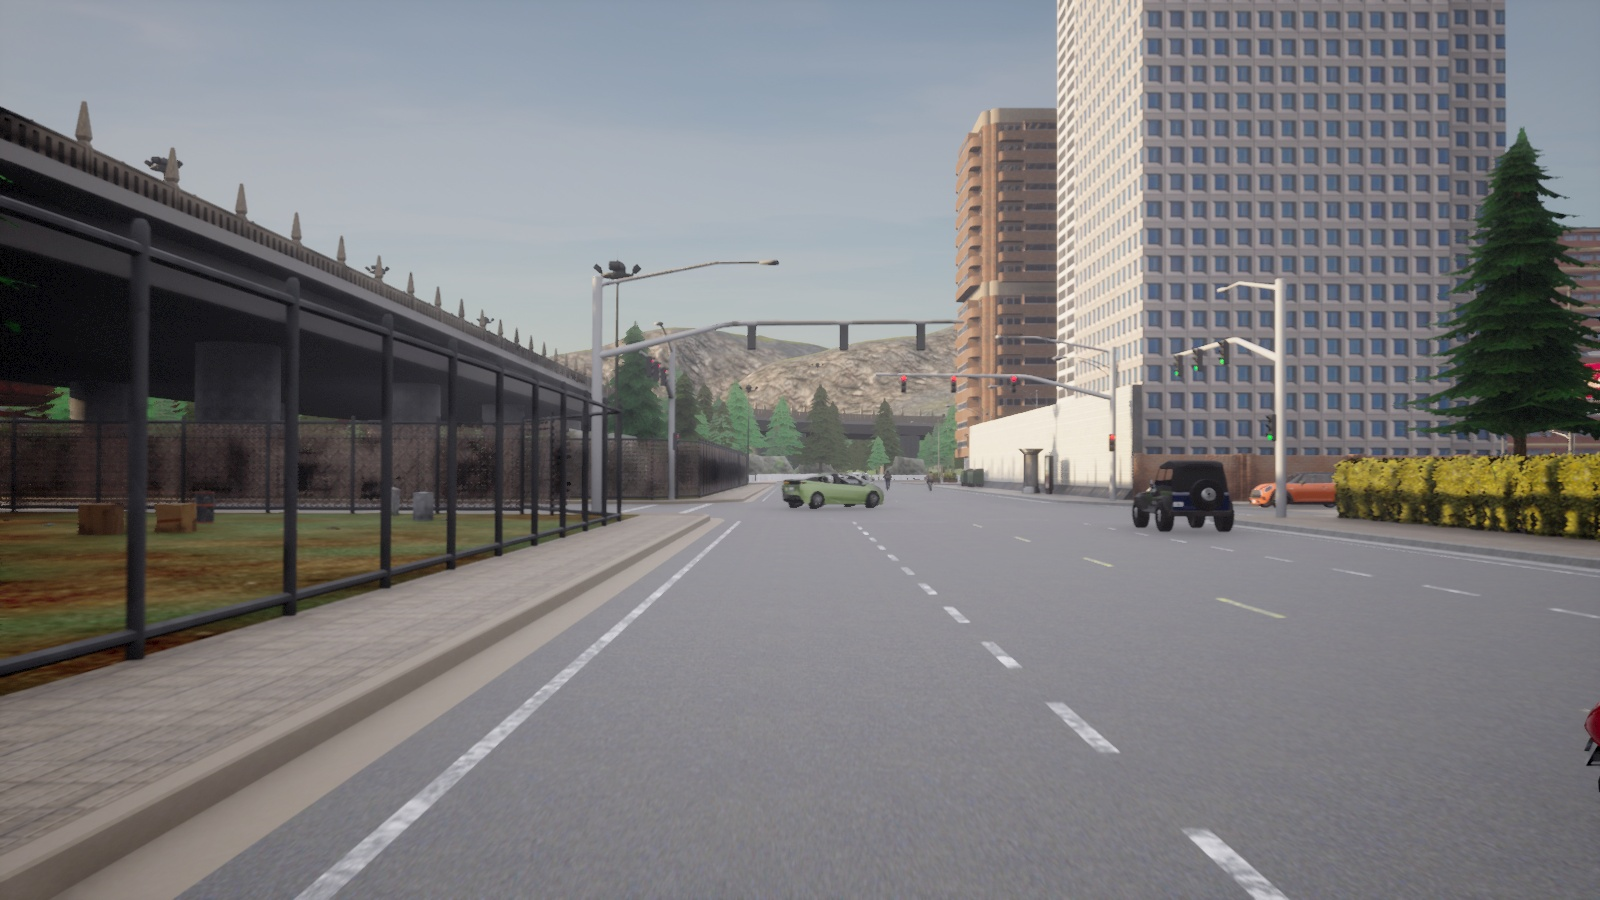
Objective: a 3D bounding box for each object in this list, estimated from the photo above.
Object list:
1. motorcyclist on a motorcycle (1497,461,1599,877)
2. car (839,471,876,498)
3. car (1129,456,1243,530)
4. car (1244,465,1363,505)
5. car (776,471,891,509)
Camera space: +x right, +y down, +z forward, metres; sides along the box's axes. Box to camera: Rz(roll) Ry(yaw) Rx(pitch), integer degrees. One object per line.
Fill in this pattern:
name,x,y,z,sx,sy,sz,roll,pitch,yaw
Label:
motorcyclist on a motorcycle,3.488,0.831,4.575,0.866,1.590,1.817,0,-1,0
car,3.322,1.982,72.617,1.970,1.475,3.806,0,-1,0
car,10.414,1.141,34.198,1.905,1.878,3.866,0,-1,0
car,22.907,1.595,57.259,4.553,1.767,2.097,0,-1,0
car,1.446,1.671,53.230,4.514,1.525,2.007,0,-1,-34
